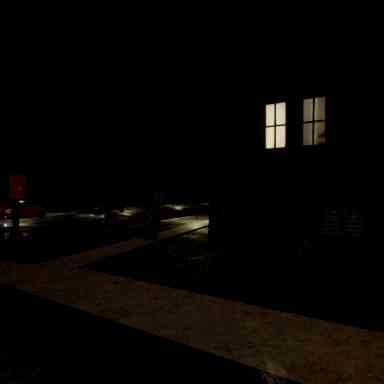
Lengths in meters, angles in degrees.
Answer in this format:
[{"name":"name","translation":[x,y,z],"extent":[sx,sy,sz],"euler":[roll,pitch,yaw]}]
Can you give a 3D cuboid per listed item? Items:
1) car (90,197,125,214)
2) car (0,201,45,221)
[{"name":"car","translation":[-10.741,1.679,42.937],"extent":[2.150,2.045,5.566],"euler":[1,-1,19]},{"name":"car","translation":[-15.273,1.599,29.473],"extent":[2.097,1.767,4.553],"euler":[1,-1,18]}]
